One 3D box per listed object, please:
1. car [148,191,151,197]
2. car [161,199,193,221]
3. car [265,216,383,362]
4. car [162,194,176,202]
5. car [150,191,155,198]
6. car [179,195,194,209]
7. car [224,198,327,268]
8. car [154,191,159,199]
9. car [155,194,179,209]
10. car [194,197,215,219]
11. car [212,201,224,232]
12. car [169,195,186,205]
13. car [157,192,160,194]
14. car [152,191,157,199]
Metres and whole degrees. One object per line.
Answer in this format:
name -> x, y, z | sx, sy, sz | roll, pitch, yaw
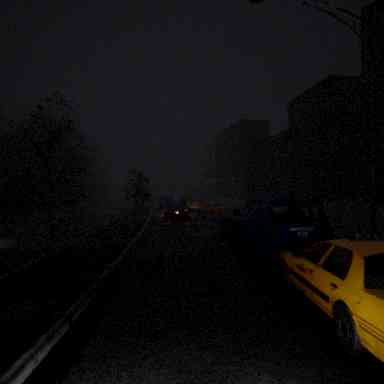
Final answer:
car -> -10.240, 0.748, 93.560 | 2.435, 2.045, 5.566 | 0, 0, -12
car -> -1.311, 1.498, 26.884 | 1.994, 1.385, 4.181 | 0, 0, -5
car -> 2.985, 1.473, 6.007 | 1.946, 1.575, 5.366 | 0, 0, -1
car -> -4.686, 1.221, 66.356 | 2.231, 1.521, 4.892 | 0, 0, -12
car -> -9.133, 1.080, 88.129 | 2.163, 1.488, 4.792 | 0, 0, -12
car -> -0.752, 1.369, 46.146 | 2.163, 1.488, 4.792 | 0, 0, -8
car -> 2.798, 1.218, 11.414 | 2.435, 2.045, 5.566 | 0, 0, -2
car -> -6.913, 1.169, 77.259 | 2.163, 1.488, 4.792 | 0, 0, -12
car -> -3.302, 1.354, 42.781 | 2.128, 1.511, 4.902 | 0, 0, -9
car -> 1.608, 1.412, 28.243 | 1.946, 1.575, 5.366 | 0, 0, -5
car -> 2.531, 1.457, 16.956 | 2.231, 1.521, 4.892 | 0, 0, -3
car -> -2.487, 1.289, 55.586 | 2.097, 1.535, 5.008 | 0, 0, -11
car -> -5.797, 1.221, 71.795 | 2.002, 1.452, 4.674 | 0, 0, -12
car -> -8.016, 1.136, 82.663 | 2.002, 1.452, 4.674 | 0, 0, -12
